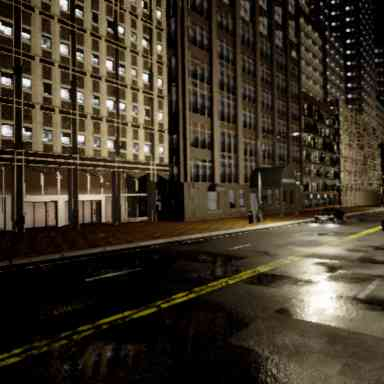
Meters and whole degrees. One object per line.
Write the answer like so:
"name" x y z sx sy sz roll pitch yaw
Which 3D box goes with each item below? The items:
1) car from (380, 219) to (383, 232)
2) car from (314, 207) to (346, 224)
"car" 14.497 2.047 22.958 1.895 1.301 4.718 -2 -2 39
"car" 13.389 2.209 32.029 1.812 1.442 4.674 -2 -2 40
